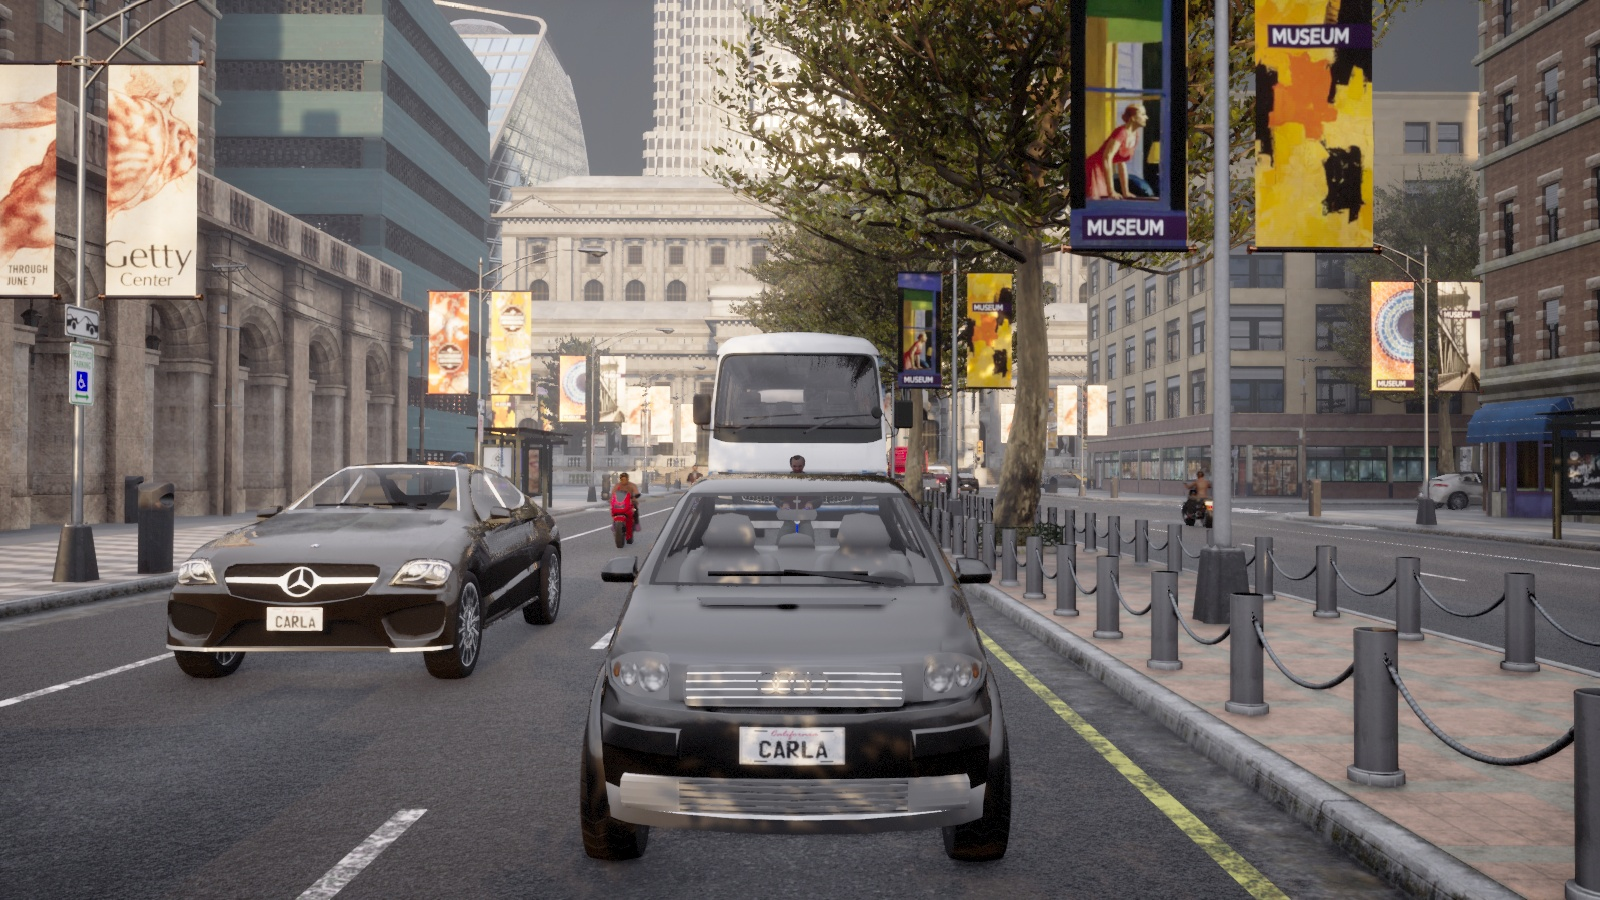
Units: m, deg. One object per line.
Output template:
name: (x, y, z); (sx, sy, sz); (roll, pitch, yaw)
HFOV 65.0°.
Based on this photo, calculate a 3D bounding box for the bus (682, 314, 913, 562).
bus: (-0.050, -0.115, 26.670); (3.944, 4.253, 10.273); (0, -1, 0)

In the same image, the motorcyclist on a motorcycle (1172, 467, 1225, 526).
motorcyclist on a motorcycle: (11.439, 1.324, 36.132); (0.766, 1.649, 2.350); (0, -1, 0)

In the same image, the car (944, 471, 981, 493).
car: (11.302, 2.213, 87.519); (1.882, 1.535, 5.008); (0, -1, 0)

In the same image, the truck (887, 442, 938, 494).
truck: (7.820, 1.282, 88.391); (2.891, 3.462, 7.936); (0, -1, 0)

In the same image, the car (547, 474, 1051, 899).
car: (-0.010, 0.899, 6.324); (1.789, 1.549, 3.705); (0, -1, 0)

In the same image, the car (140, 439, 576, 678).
car: (-3.521, 0.796, 11.253); (2.152, 1.651, 5.027); (0, -1, 0)

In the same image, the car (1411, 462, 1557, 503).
car: (28.956, 1.370, 53.279); (5.027, 1.651, 2.152); (0, -1, -1)

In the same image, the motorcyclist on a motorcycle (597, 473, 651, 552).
motorcyclist on a motorcycle: (-3.543, 1.236, 25.400); (0.797, 1.523, 2.044); (0, -1, 0)

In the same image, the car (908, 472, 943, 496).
car: (7.865, 2.123, 79.165); (1.845, 1.501, 3.633); (0, -1, 0)
